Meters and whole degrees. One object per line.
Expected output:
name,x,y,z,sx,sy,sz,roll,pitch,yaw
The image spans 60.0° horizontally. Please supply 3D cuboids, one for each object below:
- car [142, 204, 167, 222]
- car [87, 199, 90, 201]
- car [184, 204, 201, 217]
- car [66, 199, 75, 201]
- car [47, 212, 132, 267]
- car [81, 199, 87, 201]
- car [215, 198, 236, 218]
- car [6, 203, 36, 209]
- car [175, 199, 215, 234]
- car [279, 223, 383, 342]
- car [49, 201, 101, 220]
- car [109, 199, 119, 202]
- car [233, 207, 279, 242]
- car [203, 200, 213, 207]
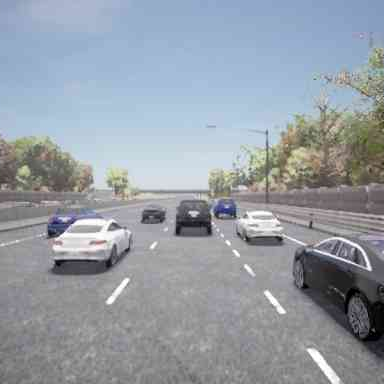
car,-3.408,1.889,30.326,1.837,1.490,4.892,0,-1,0
car,-21.022,2.526,73.170,1.895,1.301,4.718,0,-1,0
car,0.088,2.094,38.814,1.895,1.301,4.718,0,-1,0
car,-28.023,2.412,76.241,2.033,1.411,5.357,0,-1,0
car,-3.404,1.677,11.951,1.812,1.442,4.674,0,-1,0
car,-24.524,2.371,76.242,1.837,1.490,4.892,0,-1,0
car,3.490,1.676,35.884,2.150,2.045,5.566,0,-1,0
car,-17.607,1.940,34.220,1.837,1.490,4.892,0,-1,0
car,0.097,1.489,21.477,2.150,2.045,5.566,0,-1,0
car,3.499,1.574,6.595,2.128,1.511,4.902,0,-1,0
car,-6.905,1.607,20.142,2.097,1.767,4.553,0,-1,0
car,-17.523,2.291,74.901,2.097,1.767,4.553,0,-1,0
car,3.494,1.748,17.655,1.812,1.442,4.674,0,-1,0
car,3.478,2.490,72.467,2.033,1.411,5.357,0,-1,0
